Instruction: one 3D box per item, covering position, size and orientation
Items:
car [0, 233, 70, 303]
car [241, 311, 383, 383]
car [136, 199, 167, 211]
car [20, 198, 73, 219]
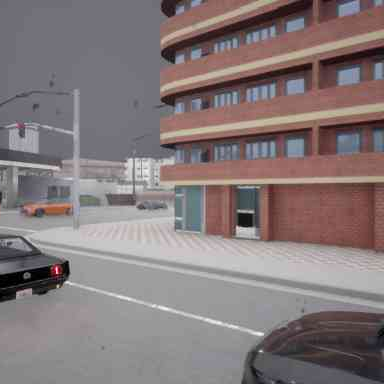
[{"bbox_3d":[-4.913,1.599,7.483,4.718,1.301,1.895,0,0,36],"label":"car"},{"bbox_3d":[2.668,1.514,2.092,4.892,1.490,1.837,0,0,35],"label":"car"},{"bbox_3d":[-4.933,1.594,41.321,1.994,1.385,4.181,0,0,35],"label":"car"},{"bbox_3d":[-12.885,1.353,29.792,2.097,1.767,4.553,0,0,35],"label":"car"}]
